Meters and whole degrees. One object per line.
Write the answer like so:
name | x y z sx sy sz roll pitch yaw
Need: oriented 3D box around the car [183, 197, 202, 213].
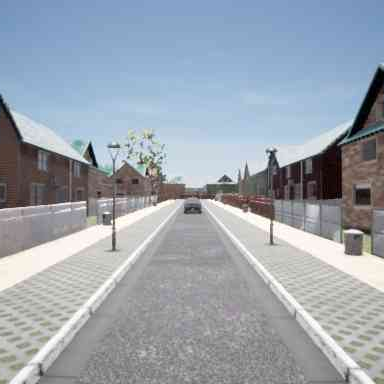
car | 0.082 1.530 36.599 1.837 1.490 4.892 0 0 0

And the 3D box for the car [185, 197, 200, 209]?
car | 0.069 1.509 46.665 1.882 1.535 5.008 0 0 0
